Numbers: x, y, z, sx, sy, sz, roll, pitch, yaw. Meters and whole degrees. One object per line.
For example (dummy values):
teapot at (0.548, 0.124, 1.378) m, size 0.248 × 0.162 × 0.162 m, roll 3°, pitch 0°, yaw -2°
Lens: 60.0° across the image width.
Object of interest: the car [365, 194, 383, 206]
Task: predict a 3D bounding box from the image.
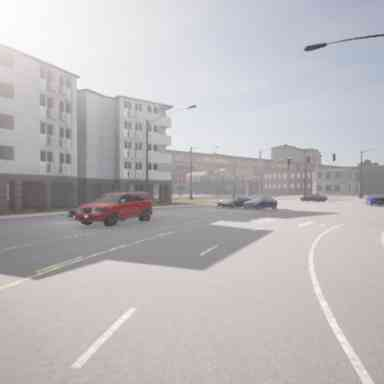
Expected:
car at (24.773, 1.071, 44.886) m, size 1.882 × 1.535 × 5.008 m, roll 0°, pitch 0°, yaw 19°

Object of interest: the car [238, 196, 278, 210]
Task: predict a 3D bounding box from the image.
car at (7.579, 1.222, 36.474) m, size 4.674 × 1.442 × 1.812 m, roll 0°, pitch 1°, yaw -40°

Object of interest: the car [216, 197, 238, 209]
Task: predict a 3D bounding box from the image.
car at (5.325, 1.254, 39.152) m, size 5.357 × 1.411 × 2.033 m, roll 0°, pitch 1°, yaw -40°

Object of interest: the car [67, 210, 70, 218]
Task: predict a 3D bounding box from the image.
car at (-6.684, 1.303, 25.070) m, size 2.033 × 1.411 × 5.357 m, roll 0°, pitch 1°, yaw 30°

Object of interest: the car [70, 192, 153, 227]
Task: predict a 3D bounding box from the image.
car at (-4.740, 1.014, 21.389) m, size 2.150 × 2.045 × 5.566 m, roll 0°, pitch 0°, yaw 29°

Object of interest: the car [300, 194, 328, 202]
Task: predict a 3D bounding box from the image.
car at (21.147, 1.014, 57.845) m, size 1.812 × 1.442 × 4.674 m, roll 0°, pitch 1°, yaw -41°
